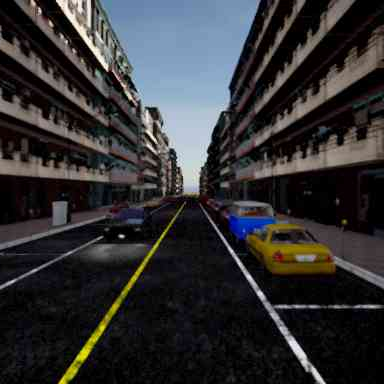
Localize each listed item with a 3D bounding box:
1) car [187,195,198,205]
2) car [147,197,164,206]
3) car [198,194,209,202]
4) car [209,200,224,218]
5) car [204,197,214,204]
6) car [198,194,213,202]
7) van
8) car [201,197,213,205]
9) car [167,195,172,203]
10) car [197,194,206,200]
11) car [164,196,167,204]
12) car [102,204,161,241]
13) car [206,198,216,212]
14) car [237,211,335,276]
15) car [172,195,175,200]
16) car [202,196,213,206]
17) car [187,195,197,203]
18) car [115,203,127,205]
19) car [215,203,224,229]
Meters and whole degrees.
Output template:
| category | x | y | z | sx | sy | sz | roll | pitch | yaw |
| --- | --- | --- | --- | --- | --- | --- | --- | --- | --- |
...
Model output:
| category | x | y | z | sx | sy | sz | roll | pitch | yaw |
| --- | --- | --- | --- | --- | --- | --- | --- | --- | --- |
| car | -0.005 | 1.540 | 57.969 | 1.837 | 1.490 | 4.892 | 0 | 0 | 0 |
| car | -5.704 | 1.551 | 49.614 | 1.752 | 1.417 | 4.829 | -1 | 0 | 0 |
| car | 2.670 | 1.383 | 78.205 | 2.192 | 1.841 | 5.009 | -1 | 0 | 0 |
| car | 2.679 | 1.572 | 27.042 | 1.947 | 1.339 | 4.313 | -1 | 0 | 0 |
| car | 2.677 | 1.559 | 38.412 | 1.887 | 1.381 | 4.507 | -1 | 0 | 0 |
| car | 2.672 | 1.348 | 55.466 | 2.192 | 1.841 | 5.009 | -1 | 0 | 0 |
| van | 2.678 | 1.342 | 15.673 | 1.690 | 1.788 | 3.998 | -1 | 0 | 0 |
| car | 2.675 | 1.591 | 61.150 | 2.008 | 1.369 | 4.403 | -1 | 0 | 0 |
| car | -5.707 | 1.593 | 66.837 | 1.887 | 1.381 | 4.507 | -1 | 0 | 0 |
| car | 2.668 | 1.417 | 95.259 | 2.192 | 1.841 | 5.009 | -1 | 0 | 0 |
| car | -5.705 | 1.583 | 55.468 | 2.008 | 1.369 | 4.403 | -1 | 0 | 0 |
| car | -3.056 | 1.549 | 17.126 | 2.033 | 1.411 | 5.357 | 0 | 0 | 0 |
| car | 2.679 | 1.592 | 32.727 | 1.802 | 1.307 | 4.206 | -1 | 0 | 0 |
| car | 2.680 | 1.525 | 10.158 | 1.752 | 1.417 | 4.829 | -1 | 0 | 0 |
| car | -5.707 | 1.613 | 78.207 | 1.887 | 1.381 | 4.507 | -1 | 0 | 0 |
| car | 2.677 | 1.602 | 44.097 | 1.802 | 1.307 | 4.206 | -1 | 0 | 0 |
| car | -0.006 | 1.454 | 68.388 | 1.882 | 1.535 | 5.008 | 0 | 0 | 0 |
| car | -5.701 | 1.588 | 27.044 | 1.802 | 1.307 | 4.206 | -1 | 0 | 0 |
| car | 2.680 | 1.585 | 21.358 | 1.802 | 1.307 | 4.206 | -1 | 0 | 0 |
